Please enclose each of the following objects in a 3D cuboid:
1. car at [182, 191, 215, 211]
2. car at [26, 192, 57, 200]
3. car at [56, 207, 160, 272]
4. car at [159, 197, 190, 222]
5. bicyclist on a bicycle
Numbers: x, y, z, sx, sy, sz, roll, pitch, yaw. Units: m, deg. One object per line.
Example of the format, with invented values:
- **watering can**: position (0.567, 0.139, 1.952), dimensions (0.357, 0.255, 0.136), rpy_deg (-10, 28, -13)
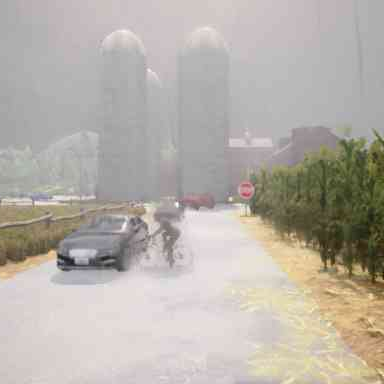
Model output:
- **car**: position (0.292, 0.954, 37.606), dimensions (2.150, 2.045, 5.566), rpy_deg (0, 0, -33)
- **car**: position (-32.530, 0.901, 71.912), dimensions (4.611, 1.667, 2.242), rpy_deg (0, 1, 3)
- **car**: position (-2.606, 1.460, 10.784), dimensions (2.128, 1.511, 4.902), rpy_deg (0, 0, 4)
- **car**: position (-1.578, 1.398, 25.525), dimensions (2.033, 1.411, 5.357), rpy_deg (0, 1, 4)
- **bicyclist on a bicycle**: position (-0.806, 1.426, 9.608), dimensions (1.656, 1.620, 0.582), rpy_deg (-2, 0, 4)
